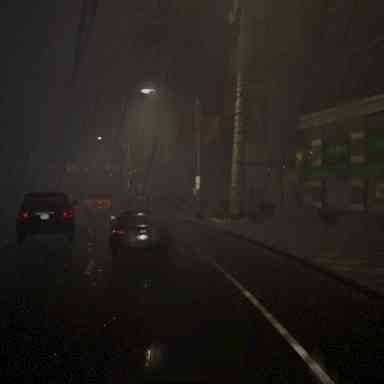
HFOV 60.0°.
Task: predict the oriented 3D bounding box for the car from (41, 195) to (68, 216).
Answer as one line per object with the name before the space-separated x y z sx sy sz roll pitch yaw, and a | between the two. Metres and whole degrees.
car | -11.550 1.043 27.959 1.882 1.535 5.008 -1 1 -22

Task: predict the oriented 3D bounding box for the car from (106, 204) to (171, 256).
car | -2.065 1.361 12.438 1.994 1.385 4.181 0 1 -14

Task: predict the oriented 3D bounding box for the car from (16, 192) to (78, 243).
car | -6.431 0.987 15.041 2.150 2.045 5.566 0 1 -20

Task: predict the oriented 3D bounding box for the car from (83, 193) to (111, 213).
car | -8.587 0.876 29.924 2.097 1.767 4.553 -1 1 -22
